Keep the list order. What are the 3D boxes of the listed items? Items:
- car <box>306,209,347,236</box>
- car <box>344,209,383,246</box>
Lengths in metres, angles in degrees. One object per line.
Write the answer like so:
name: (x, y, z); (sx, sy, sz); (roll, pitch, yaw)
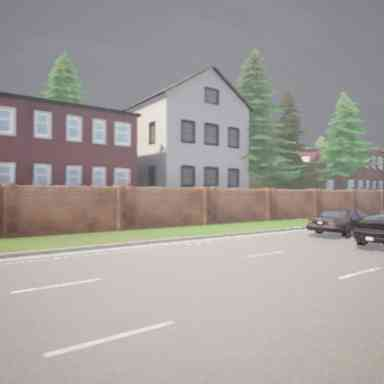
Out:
car: (8.595, 1.630, 18.477); (5.357, 1.411, 2.033); (0, 0, -35)
car: (8.911, 1.578, 14.403); (4.892, 1.490, 1.837); (0, 0, -36)
